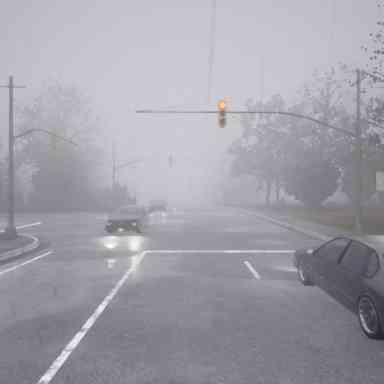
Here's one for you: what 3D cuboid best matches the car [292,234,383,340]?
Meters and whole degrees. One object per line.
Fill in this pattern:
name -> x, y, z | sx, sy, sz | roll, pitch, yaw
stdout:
car -> 3.592, 1.547, 6.458 | 2.033, 1.411, 5.357 | 0, 0, 0

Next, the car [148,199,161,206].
car -> -8.115, 2.223, 71.780 | 1.895, 1.301, 4.718 | 0, -1, -16

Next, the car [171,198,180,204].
car -> -4.535, 2.189, 83.014 | 2.097, 1.767, 4.553 | 0, -1, -22

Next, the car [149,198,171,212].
car -> -3.900, 1.585, 39.097 | 2.033, 1.411, 5.357 | 0, 0, -2

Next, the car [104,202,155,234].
car -> -3.634, 1.548, 19.662 | 2.033, 1.411, 5.357 | 0, 0, 0

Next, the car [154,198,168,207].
car -> -5.204, 1.760, 55.911 | 2.128, 1.511, 4.902 | 0, -1, -7

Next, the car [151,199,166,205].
car -> -8.315, 2.405, 83.071 | 2.033, 1.411, 5.357 | 0, -1, -25
